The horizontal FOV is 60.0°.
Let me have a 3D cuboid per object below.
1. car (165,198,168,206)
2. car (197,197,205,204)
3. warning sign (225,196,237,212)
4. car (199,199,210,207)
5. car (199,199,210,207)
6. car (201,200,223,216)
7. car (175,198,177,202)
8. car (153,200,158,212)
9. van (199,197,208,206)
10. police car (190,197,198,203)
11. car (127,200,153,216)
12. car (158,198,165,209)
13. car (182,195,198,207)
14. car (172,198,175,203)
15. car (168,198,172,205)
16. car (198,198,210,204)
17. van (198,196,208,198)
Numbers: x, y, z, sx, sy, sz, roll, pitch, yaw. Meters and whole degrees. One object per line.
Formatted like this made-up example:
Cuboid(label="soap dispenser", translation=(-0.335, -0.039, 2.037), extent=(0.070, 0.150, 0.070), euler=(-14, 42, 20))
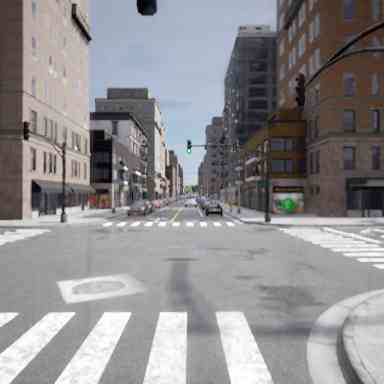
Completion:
Cuboid(label="car", translation=(-5.714, 2.030, 57.665), extent=(2.008, 1.369, 4.403), euler=(0, -1, 0))
Cuboid(label="car", translation=(2.319, 2.184, 85.216), extent=(1.967, 1.590, 4.097), euler=(0, -1, 0))
Cuboid(label="warning sign", translation=(4.610, 1.434, 39.590), extent=(1.300, 1.860, 1.060), euler=(0, -1, 0))
Cuboid(label="car", translation=(2.307, 1.961, 46.642), extent=(1.802, 1.307, 4.206), euler=(0, -1, 0))
Cuboid(label="car", translation=(2.312, 2.081, 63.173), extent=(2.008, 1.369, 4.403), euler=(0, -1, 0))
Cuboid(label="car", translation=(2.304, 1.851, 35.619), extent=(1.947, 1.339, 4.313), euler=(0, 0, 0))
Cuboid(label="car", translation=(-5.704, 2.343, 90.728), extent=(1.887, 1.381, 4.507), euler=(0, -1, 0))
Cuboid(label="car", translation=(-5.719, 1.772, 41.134), extent=(1.967, 1.590, 4.097), euler=(0, 0, 0))
Cuboid(label="van", translation=(2.314, 1.924, 68.685), extent=(1.690, 1.788, 3.998), euler=(0, -1, 0))
Cuboid(label="police car", translation=(0.509, 2.213, 89.697), extent=(1.930, 1.638, 5.238), euler=(0, -1, 0))
Cuboid(label="car", translation=(-5.721, 1.725, 35.624), extent=(1.967, 1.590, 4.097), euler=(0, 0, 0))
Cuboid(label="car", translation=(-5.716, 2.011, 52.154), extent=(1.802, 1.307, 4.206), euler=(0, -1, 0))
Cuboid(label="car", translation=(-0.236, 1.736, 61.420), extent=(2.150, 2.045, 5.566), euler=(0, 0, 0))
Cuboid(label="car", translation=(-5.708, 2.241, 79.707), extent=(2.008, 1.369, 4.403), euler=(0, -1, 0))
Cuboid(label="car", translation=(-5.711, 2.023, 68.687), extent=(1.967, 1.590, 4.097), euler=(0, -1, 0))
Cuboid(label="car", translation=(2.309, 1.994, 52.152), extent=(1.947, 1.339, 4.313), euler=(0, -1, 0))
Cuboid(label="van", translation=(2.311, 1.820, 57.664), extent=(1.690, 1.788, 3.998), euler=(0, -1, 0))
